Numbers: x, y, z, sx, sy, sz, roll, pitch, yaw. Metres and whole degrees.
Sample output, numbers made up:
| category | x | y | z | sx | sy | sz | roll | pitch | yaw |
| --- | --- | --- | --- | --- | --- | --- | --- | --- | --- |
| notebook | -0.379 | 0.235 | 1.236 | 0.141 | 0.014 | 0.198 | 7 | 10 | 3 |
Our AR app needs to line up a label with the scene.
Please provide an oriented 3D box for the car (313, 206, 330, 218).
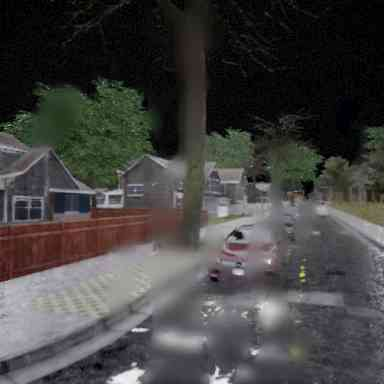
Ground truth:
| category | x | y | z | sx | sy | sz | roll | pitch | yaw |
| --- | --- | --- | --- | --- | --- | --- | --- | --- | --- |
| car | 16.350 | 2.510 | 42.149 | 1.812 | 1.442 | 4.674 | -1 | -2 | 20 |

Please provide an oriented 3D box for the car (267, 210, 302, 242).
| category | x | y | z | sx | sy | sz | roll | pitch | yaw |
| --- | --- | --- | --- | --- | --- | --- | --- | --- | --- |
| car | 5.218 | 2.033 | 19.675 | 2.033 | 1.411 | 5.357 | -1 | -2 | 20 |

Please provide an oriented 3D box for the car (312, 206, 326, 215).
| category | x | y | z | sx | sy | sz | roll | pitch | yaw |
| --- | --- | --- | --- | --- | --- | --- | --- | --- | --- |
| car | 19.709 | 2.799 | 51.587 | 1.895 | 1.301 | 4.718 | -1 | -2 | 20 |

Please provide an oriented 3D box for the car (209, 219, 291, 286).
| category | x | y | z | sx | sy | sz | roll | pitch | yaw |
| --- | --- | --- | --- | --- | --- | --- | --- | --- | --- |
| car | 1.952 | 1.797 | 10.525 | 1.812 | 1.442 | 4.674 | -1 | -2 | 20 |

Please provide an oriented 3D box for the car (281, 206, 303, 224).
| category | x | y | z | sx | sy | sz | roll | pitch | yaw |
| --- | --- | --- | --- | --- | --- | --- | --- | --- | --- |
| car | 8.670 | 2.062 | 29.364 | 2.097 | 1.767 | 4.553 | -1 | -2 | 20 |
